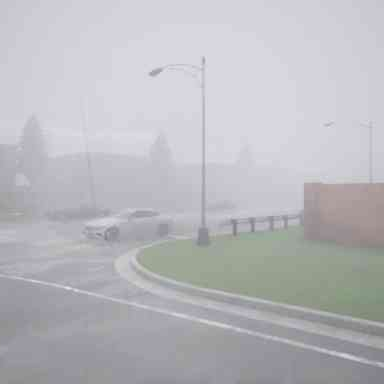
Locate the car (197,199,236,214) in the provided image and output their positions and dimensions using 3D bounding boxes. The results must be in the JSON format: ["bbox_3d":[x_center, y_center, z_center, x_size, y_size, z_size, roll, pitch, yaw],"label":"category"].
[{"bbox_3d":[2.687,1.484,35.767,4.902,1.511,2.128,0,0,-42],"label":"car"}]

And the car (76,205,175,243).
[{"bbox_3d":[-2.955,1.520,16.351,4.674,1.442,1.812,0,0,-42],"label":"car"}]

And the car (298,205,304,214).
[{"bbox_3d":[11.350,1.350,29.462,4.553,1.767,2.097,0,0,-42],"label":"car"}]

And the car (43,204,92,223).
[{"bbox_3d":[-8.707,1.591,25.329,4.718,1.301,1.895,0,0,-42],"label":"car"}]
